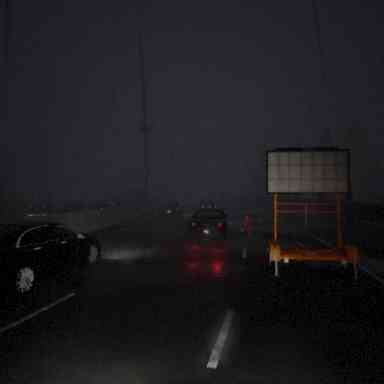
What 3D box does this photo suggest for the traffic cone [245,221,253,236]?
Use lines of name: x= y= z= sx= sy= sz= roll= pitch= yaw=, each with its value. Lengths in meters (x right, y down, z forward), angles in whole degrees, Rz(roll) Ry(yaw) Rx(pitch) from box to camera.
traffic cone: x=2.968 y=1.953 z=17.230 sx=0.340 sy=0.580 sz=0.340 roll=0 pitch=0 yaw=8

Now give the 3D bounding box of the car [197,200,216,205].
car: x=1.601 y=1.543 z=36.157 sx=2.033 sy=1.411 sz=5.357 roll=0 pitch=0 yaw=-3

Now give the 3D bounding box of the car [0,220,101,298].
car: x=-4.153 y=1.504 z=8.661 sx=1.837 sy=1.490 sz=4.892 roll=0 pitch=0 yaw=12

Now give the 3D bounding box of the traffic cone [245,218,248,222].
traffic cone: x=3.252 y=1.953 z=19.210 sx=0.340 sy=0.580 sz=0.340 roll=0 pitch=0 yaw=8

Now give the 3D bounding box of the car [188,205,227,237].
car: x=0.976 y=1.599 z=18.131 sx=1.895 sy=1.301 sz=4.718 roll=0 pitch=0 yaw=7

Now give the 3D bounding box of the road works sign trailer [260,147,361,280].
road works sign trailer: x=3.445 y=0.463 z=10.090 sx=2.380 sy=3.560 sz=2.880 roll=0 pitch=0 yaw=8

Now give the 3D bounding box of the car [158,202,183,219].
car: x=-1.828 y=1.560 z=28.946 sx=1.994 sy=1.385 sz=4.181 roll=0 pitch=0 yaw=1

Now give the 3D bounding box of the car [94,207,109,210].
car: x=-8.981 y=1.521 z=32.152 sx=1.812 sy=1.442 sz=4.674 roll=0 pitch=0 yaw=-1
